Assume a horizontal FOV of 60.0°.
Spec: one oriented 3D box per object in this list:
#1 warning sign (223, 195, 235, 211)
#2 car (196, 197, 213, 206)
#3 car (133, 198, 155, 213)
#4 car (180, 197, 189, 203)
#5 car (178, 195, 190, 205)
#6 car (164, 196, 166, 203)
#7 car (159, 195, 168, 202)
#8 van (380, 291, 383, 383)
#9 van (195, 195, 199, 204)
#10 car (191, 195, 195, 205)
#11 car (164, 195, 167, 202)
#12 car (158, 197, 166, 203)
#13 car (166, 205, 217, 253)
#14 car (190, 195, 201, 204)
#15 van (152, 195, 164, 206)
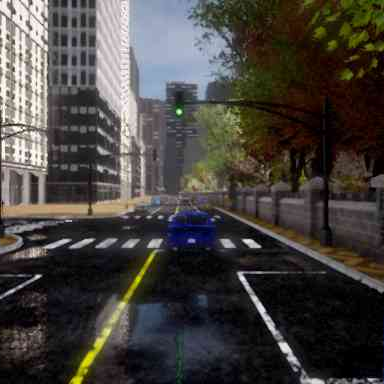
[{"bbox_3d":[4.431,1.326,39.942,1.300,1.860,1.060,0,0,-1],"label":"warning sign"},{"bbox_3d":[1.920,1.763,45.179,1.752,1.417,4.829,0,0,-2],"label":"car"},{"bbox_3d":[-5.814,1.759,39.092,2.008,1.369,4.403,0,0,-1],"label":"car"},{"bbox_3d":[-1.868,1.829,79.941,1.895,1.301,4.718,0,0,-3],"label":"car"},{"bbox_3d":[-1.433,1.871,69.489,2.128,1.511,4.902,0,0,-2],"label":"car"},{"bbox_3d":[-6.797,1.887,66.806,1.887,1.381,4.507,0,0,-2],"label":"car"},{"bbox_3d":[-8.036,1.782,94.519,2.192,1.841,5.009,0,0,-3],"label":"car"},{"bbox_3d":[2.563,1.350,1.465,1.690,1.788,3.998,0,0,0],"label":"van"},{"bbox_3d":[1.771,1.605,50.553,1.690,1.788,3.998,0,0,-2],"label":"van"},{"bbox_3d":[1.214,1.869,67.345,1.752,1.417,4.829,0,0,-2],"label":"car"},{"bbox_3d":[-7.243,1.938,77.893,1.887,1.381,4.507,0,0,-2],"label":"car"},{"bbox_3d":[-7.493,2.000,83.437,1.802,1.307,4.206,0,0,-3],"label":"car"},{"bbox_3d":[-0.018,1.554,14.107,1.882,1.535,5.008,0,0,0],"label":"car"},{"bbox_3d":[0.773,1.709,78.265,2.192,1.841,5.009,0,0,-3],"label":"car"},{"bbox_3d":[-6.598,1.658,61.264,1.690,1.788,3.998,0,0,-2],"label":"van"}]
